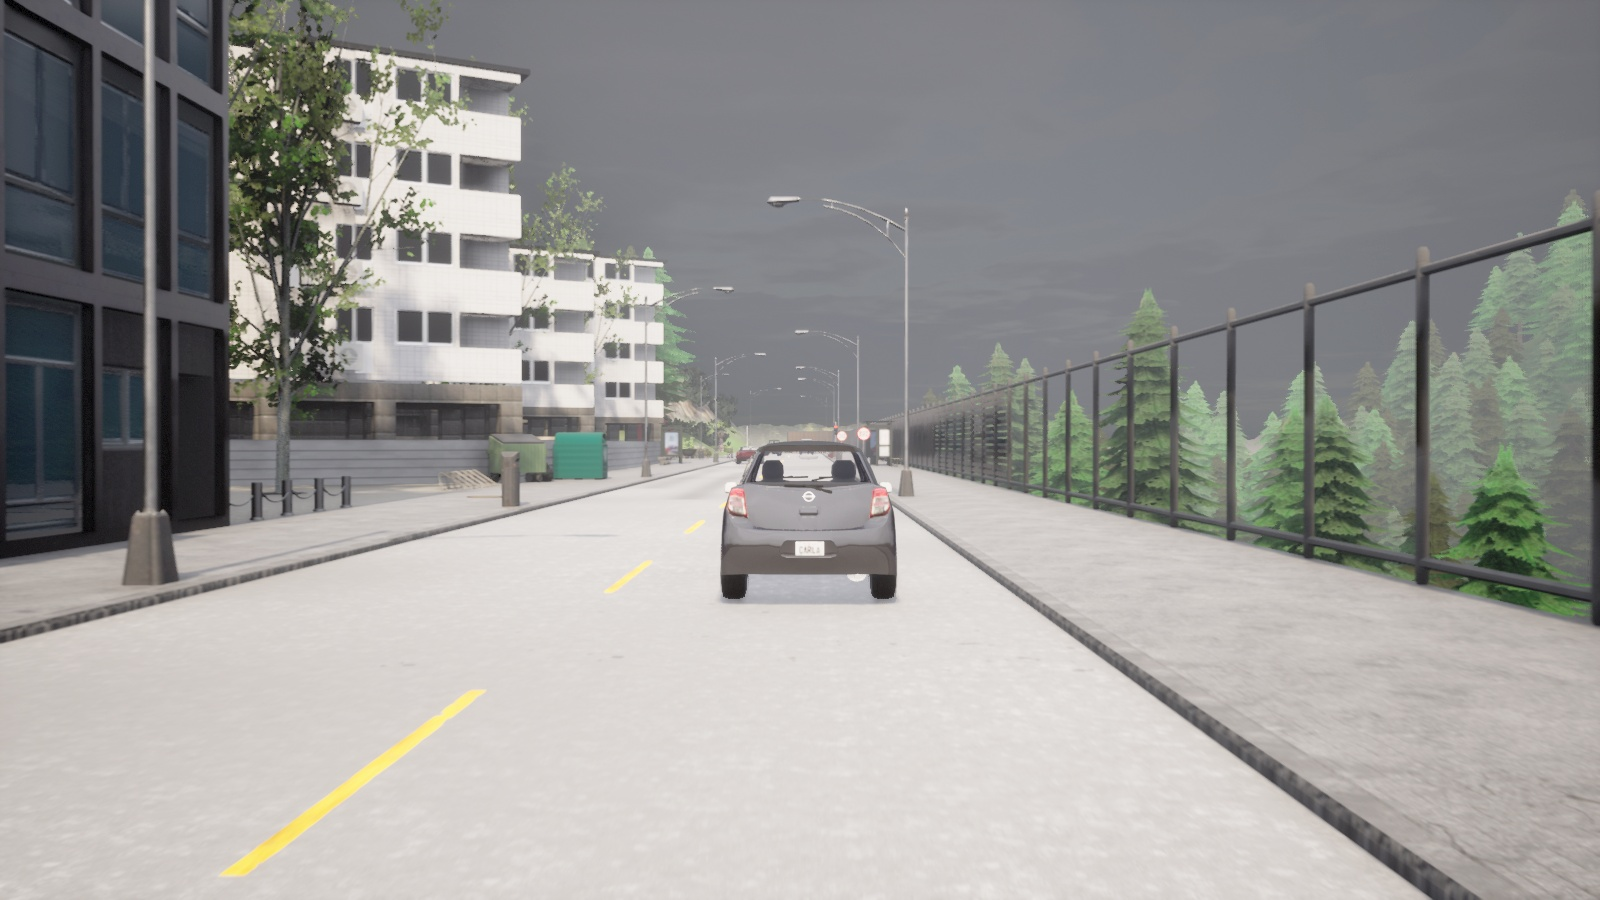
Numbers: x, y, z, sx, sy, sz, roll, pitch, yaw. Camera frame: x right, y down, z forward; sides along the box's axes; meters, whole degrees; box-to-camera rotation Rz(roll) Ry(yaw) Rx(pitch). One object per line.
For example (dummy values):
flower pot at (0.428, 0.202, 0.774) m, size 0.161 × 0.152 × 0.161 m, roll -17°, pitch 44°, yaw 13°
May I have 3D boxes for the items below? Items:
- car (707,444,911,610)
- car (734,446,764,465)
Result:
car at (0.086, 0.686, 13.191) m, size 1.845 × 1.501 × 3.633 m, roll 0°, pitch 0°, yaw 0°
car at (-3.523, 0.347, 88.208) m, size 1.895 × 1.301 × 4.718 m, roll 0°, pitch 0°, yaw 0°
